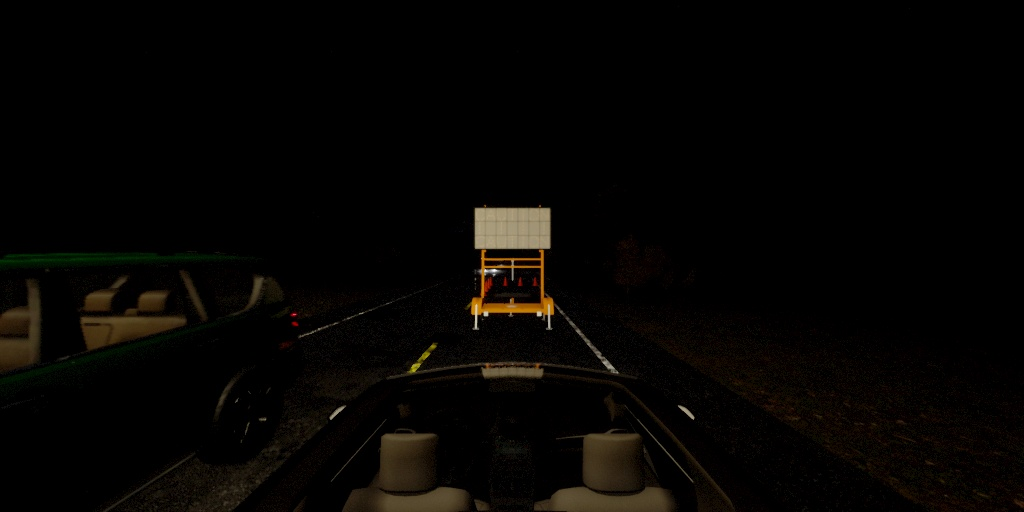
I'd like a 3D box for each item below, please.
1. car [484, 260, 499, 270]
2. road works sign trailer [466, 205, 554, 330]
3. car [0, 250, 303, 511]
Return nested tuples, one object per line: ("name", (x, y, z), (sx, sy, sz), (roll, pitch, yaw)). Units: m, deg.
("car", (-3.389, 1.381, 54.403), (1.895, 1.301, 4.718), (0, 0, 0))
("road works sign trailer", (0.020, 0.215, 11.158), (2.380, 3.560, 2.880), (0, 0, 0))
("car", (-3.600, 0.971, 2.035), (2.150, 2.045, 5.566), (0, 0, 0))
